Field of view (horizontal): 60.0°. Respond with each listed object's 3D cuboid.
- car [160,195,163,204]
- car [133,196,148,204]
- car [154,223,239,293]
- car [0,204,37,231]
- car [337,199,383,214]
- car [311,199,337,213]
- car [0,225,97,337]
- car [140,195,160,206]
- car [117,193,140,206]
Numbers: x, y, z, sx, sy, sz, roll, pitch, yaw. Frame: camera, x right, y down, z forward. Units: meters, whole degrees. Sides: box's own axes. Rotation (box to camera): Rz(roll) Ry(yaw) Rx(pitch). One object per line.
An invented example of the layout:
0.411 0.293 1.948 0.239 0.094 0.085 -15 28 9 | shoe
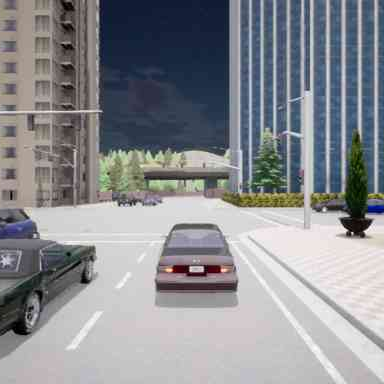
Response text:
-6.893 1.369 64.796 2.097 1.767 4.553 0 0 1 | car
-10.365 1.565 67.010 2.033 1.411 5.357 0 0 1 | car
0.095 1.550 8.993 2.033 1.411 5.357 0 0 0 | car
-7.075 1.355 11.188 2.097 1.767 4.553 0 0 0 | car
17.626 1.487 33.066 5.008 1.535 1.882 0 0 0 | car
15.675 1.515 36.551 4.892 1.490 1.837 0 0 0 | car
-3.423 1.603 6.656 1.895 1.301 4.718 0 0 1 | car
-6.963 1.366 54.877 2.097 1.767 4.553 0 0 0 | car
-10.470 1.236 53.911 2.150 2.045 5.566 0 0 0 | car
